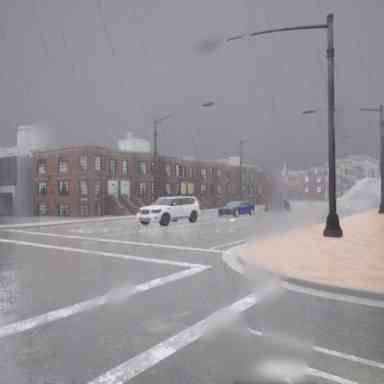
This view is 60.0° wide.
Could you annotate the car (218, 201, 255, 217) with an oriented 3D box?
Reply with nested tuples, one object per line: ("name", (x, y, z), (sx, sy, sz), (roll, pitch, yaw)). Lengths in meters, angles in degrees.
("car", (4.448, 1.598, 32.899), (1.882, 1.535, 5.008), (-1, -1, 37))

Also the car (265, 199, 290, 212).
("car", (10.640, 1.642, 41.115), (1.812, 1.442, 4.674), (-1, -1, 37))

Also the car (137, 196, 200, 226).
("car", (-1.592, 1.345, 24.870), (2.150, 2.045, 5.566), (-1, -1, 37))
